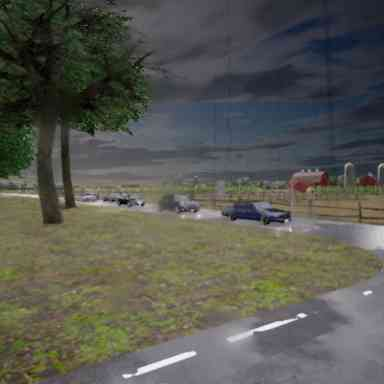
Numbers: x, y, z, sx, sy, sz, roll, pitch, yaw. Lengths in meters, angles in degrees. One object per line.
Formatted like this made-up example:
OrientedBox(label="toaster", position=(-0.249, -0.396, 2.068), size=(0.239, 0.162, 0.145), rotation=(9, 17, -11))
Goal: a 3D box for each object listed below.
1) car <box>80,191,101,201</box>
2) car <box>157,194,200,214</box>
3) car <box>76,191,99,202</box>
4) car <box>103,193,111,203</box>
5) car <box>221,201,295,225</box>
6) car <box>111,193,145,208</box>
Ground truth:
OrientedBox(label="car", position=(-17.712, 0.644, 57.815), size=(2.128, 1.511, 4.902), rotation=(-1, 1, -36))
OrientedBox(label="car", position=(-1.266, 0.980, 30.168), size=(2.097, 1.767, 4.553), rotation=(-1, 1, -36))
OrientedBox(label="car", position=(-16.261, 0.869, 51.105), size=(1.895, 1.301, 4.718), rotation=(-1, 1, -36))
OrientedBox(label="car", position=(-11.797, 0.842, 49.717), size=(1.994, 1.385, 4.181), rotation=(-1, 1, -35))
OrientedBox(label="car", position=(4.252, 1.329, 22.529), size=(2.033, 1.411, 5.357), rotation=(-1, 2, -36))
OrientedBox(label="car", position=(-7.112, 0.969, 38.281), size=(2.128, 1.511, 4.902), rotation=(-1, 1, -36))
